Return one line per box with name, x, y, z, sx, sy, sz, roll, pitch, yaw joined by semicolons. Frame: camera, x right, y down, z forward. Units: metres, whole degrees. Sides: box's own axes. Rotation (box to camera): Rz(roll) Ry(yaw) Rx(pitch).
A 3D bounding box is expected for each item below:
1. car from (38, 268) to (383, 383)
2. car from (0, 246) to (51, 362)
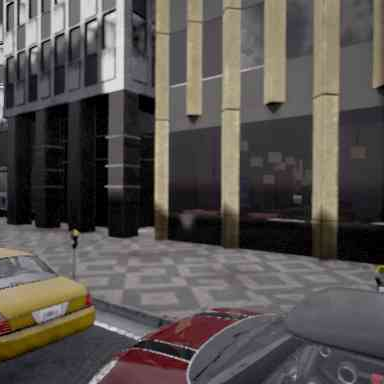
car;1.054;1.438;2.209;4.097;1.590;1.967;0;0;36
car;-3.675;1.490;5.585;4.829;1.417;1.752;0;0;36
